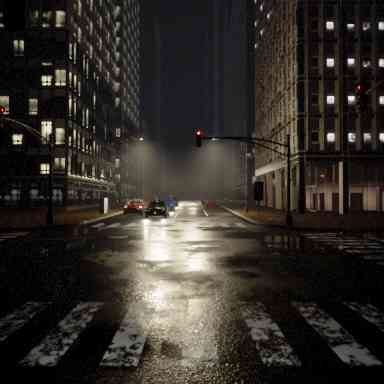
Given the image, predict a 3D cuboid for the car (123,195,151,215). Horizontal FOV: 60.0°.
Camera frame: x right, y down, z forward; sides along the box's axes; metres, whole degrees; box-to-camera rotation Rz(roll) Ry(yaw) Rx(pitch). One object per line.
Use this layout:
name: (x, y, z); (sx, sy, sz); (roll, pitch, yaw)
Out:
car: (-5.694, 1.453, 33.779); (1.967, 1.590, 4.097); (1, 0, 0)

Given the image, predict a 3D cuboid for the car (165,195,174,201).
car: (-5.726, 1.578, 83.955); (1.887, 1.381, 4.507); (1, 0, 0)

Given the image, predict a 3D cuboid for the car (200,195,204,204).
car: (2.671, 1.547, 56.322); (1.752, 1.417, 4.829); (1, 0, 0)

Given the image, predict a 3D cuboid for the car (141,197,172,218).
car: (-3.117, 1.516, 30.362); (1.837, 1.490, 4.892); (0, 0, 0)

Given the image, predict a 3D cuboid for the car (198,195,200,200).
car: (2.667, 1.590, 61.729); (1.947, 1.339, 4.313); (1, 0, 0)

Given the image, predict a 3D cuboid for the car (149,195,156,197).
car: (-5.698, 1.332, 44.929); (2.192, 1.841, 5.009); (1, 0, 0)

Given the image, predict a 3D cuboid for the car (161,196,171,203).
car: (-5.719, 1.573, 72.804); (1.887, 1.381, 4.507); (1, 0, 0)

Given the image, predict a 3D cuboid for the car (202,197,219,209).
car: (2.676, 1.599, 44.996); (1.802, 1.307, 4.206); (1, 0, 0)

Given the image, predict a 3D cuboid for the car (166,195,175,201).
car: (-5.730, 1.587, 89.530); (2.008, 1.369, 4.403); (1, 0, 0)

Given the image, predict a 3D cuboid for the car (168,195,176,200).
car: (-5.734, 1.605, 95.105); (1.947, 1.339, 4.313); (1, 0, 0)

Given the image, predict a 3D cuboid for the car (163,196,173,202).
car: (-5.723, 1.582, 78.380); (2.008, 1.369, 4.403); (1, 0, 0)

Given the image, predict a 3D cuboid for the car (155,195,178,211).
car: (-3.120, 1.493, 40.796); (1.882, 1.535, 5.008); (0, 0, 0)

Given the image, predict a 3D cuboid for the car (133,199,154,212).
car: (-5.700, 1.597, 39.354); (1.802, 1.307, 4.206); (1, 0, 0)
